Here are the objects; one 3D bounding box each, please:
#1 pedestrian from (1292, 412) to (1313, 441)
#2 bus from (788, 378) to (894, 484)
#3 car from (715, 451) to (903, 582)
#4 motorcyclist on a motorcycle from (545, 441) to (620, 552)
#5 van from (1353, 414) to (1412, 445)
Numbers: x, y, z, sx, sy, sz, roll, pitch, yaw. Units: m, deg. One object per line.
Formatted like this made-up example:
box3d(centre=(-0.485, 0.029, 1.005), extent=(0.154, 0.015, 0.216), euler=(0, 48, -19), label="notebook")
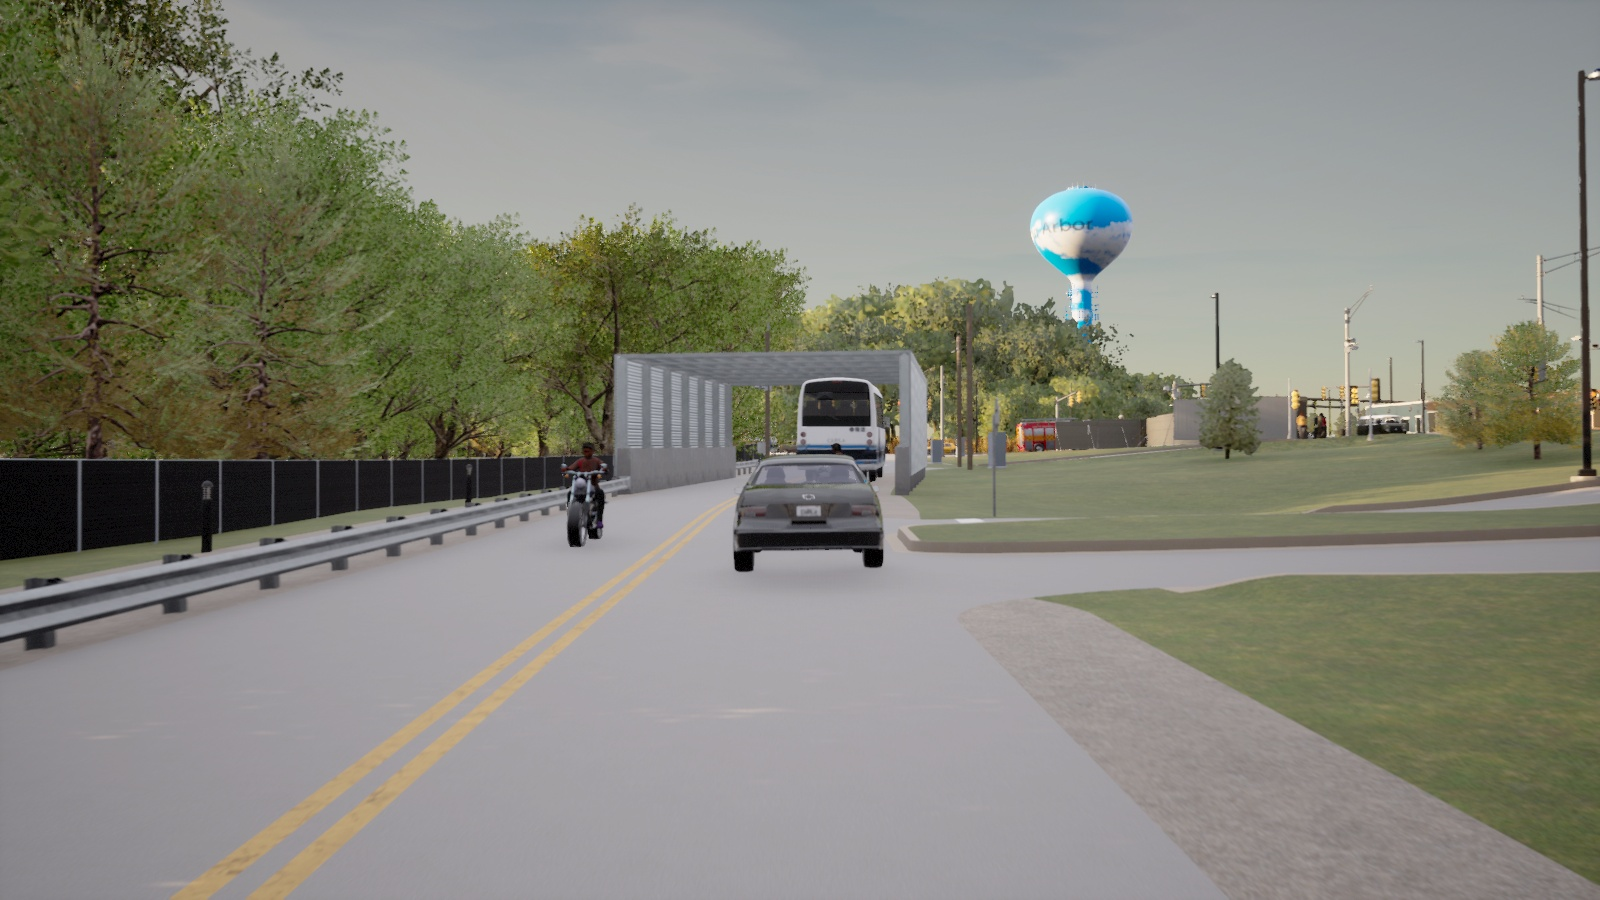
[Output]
box3d(centre=(32.662, -1.543, 81.603), extent=(0.874, 1.855, 0.900), euler=(0, -1, -16), label="pedestrian")
box3d(centre=(2.035, -0.815, 55.718), extent=(3.944, 4.253, 10.273), euler=(0, 0, 6), label="bus")
box3d(centre=(0.102, 0.759, 16.381), extent=(2.033, 1.411, 5.357), euler=(-1, -1, 0), label="car")
box3d(centre=(-3.394, 0.683, 19.785), extent=(0.766, 1.649, 2.350), euler=(0, 0, 0), label="motorcyclist on a motorcycle")
box3d(centre=(41.623, -1.435, 89.864), extent=(2.069, 2.038, 4.480), euler=(0, -1, -1), label="van")
